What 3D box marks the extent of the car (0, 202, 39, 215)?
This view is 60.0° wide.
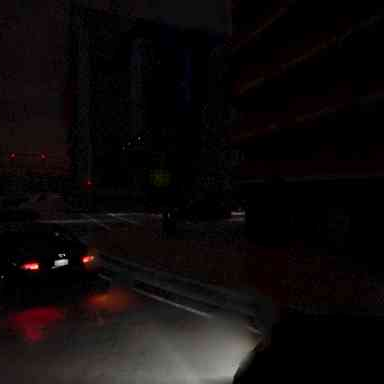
[{"bbox_3d":[-13.543,1.632,24.110,4.718,1.301,1.895,0,0,-23],"label":"car"}]

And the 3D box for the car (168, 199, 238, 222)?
[{"bbox_3d":[0.718,1.545,26.239,4.902,1.511,2.128,0,0,-23],"label":"car"}]

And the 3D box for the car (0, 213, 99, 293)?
[{"bbox_3d":[-4.340,1.546,9.023,2.033,1.411,5.357,0,0,-39],"label":"car"}]

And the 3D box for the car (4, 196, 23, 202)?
[{"bbox_3d":[-27.208,1.472,50.280,1.882,1.535,5.008,0,0,-23],"label":"car"}]

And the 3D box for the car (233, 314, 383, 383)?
[{"bbox_3d":[2.884,1.548,2.009,5.357,1.411,2.033,0,0,35],"label":"car"}]

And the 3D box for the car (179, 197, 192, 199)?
[{"bbox_3d":[1.470,1.558,34.348,4.892,1.490,1.837,0,0,-23],"label":"car"}]

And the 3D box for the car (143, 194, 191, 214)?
[{"bbox_3d":[-2.521,1.275,36.480,5.566,2.045,2.150,0,0,-23],"label":"car"}]

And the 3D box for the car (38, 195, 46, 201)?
[{"bbox_3d":[-37.091,1.531,82.286,2.033,1.411,5.357,0,0,-23],"label":"car"}]

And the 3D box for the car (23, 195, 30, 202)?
[{"bbox_3d":[-37.391,1.517,74.028,2.128,1.511,4.902,0,0,-23],"label":"car"}]

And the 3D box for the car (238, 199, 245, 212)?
[{"bbox_3d":[6.629,1.558,40.281,4.892,1.490,1.837,0,0,-23],"label":"car"}]
